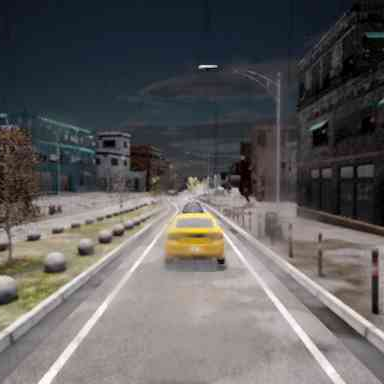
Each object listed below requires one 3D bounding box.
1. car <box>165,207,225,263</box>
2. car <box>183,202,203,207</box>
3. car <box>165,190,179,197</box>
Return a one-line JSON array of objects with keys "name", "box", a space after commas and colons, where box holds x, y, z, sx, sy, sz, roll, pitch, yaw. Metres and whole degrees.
[{"name": "car", "box": [0.095, 1.523, 12.136, 1.882, 1.535, 5.008, 0, 0, 0]}, {"name": "car", "box": [0.093, 1.684, 32.506, 1.994, 1.385, 4.181, 0, 0, 0]}, {"name": "car", "box": [-4.236, 0.261, 70.945, 2.033, 1.411, 5.357, 0, 1, 14]}]
